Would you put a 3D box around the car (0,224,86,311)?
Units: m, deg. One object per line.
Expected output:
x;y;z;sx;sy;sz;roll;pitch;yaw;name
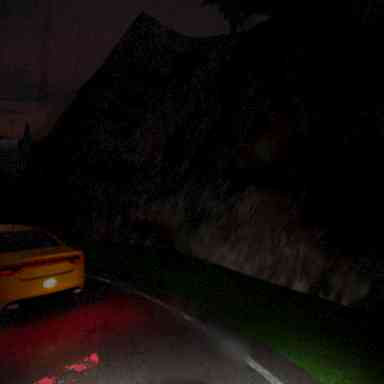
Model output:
-4.379;1.470;7.546;5.008;1.535;1.882;0;0;41;car
